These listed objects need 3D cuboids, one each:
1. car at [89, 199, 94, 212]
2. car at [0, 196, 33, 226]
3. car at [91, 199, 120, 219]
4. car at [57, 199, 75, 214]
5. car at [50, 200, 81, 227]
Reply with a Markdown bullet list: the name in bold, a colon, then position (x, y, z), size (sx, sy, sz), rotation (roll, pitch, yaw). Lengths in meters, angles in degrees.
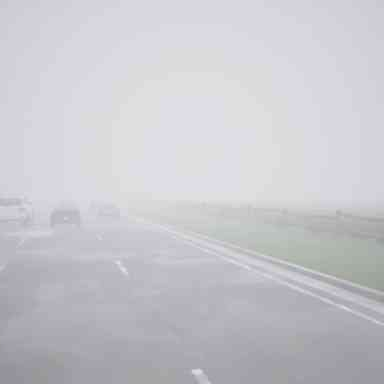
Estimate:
- **car**: position (-11.447, 1.619, 40.237), size (2.128, 1.511, 4.902), rotation (0, 0, -20)
- **car**: position (-12.837, 1.322, 23.961), size (2.150, 2.045, 5.566), rotation (0, 0, -21)
- **car**: position (-7.825, 1.657, 30.555), size (1.994, 1.385, 4.181), rotation (0, 0, -21)
- **car**: position (-14.382, 1.640, 38.090), size (1.837, 1.490, 4.892), rotation (0, 0, -20)
- **car**: position (-9.038, 1.561, 23.792), size (1.882, 1.535, 5.008), rotation (0, 0, -21)
